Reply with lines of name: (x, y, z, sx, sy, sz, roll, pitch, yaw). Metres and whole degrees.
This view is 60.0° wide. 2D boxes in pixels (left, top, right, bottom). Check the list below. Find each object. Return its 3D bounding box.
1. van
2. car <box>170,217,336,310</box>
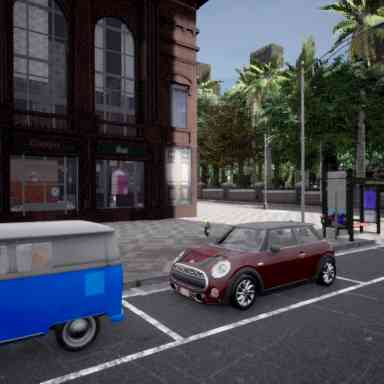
van: (-2.941, 1.341, 4.557, 3.998, 1.788, 1.690, 0, 0, -36)
car: (1.475, 1.439, 7.710, 4.097, 1.590, 1.967, 0, 0, -36)
